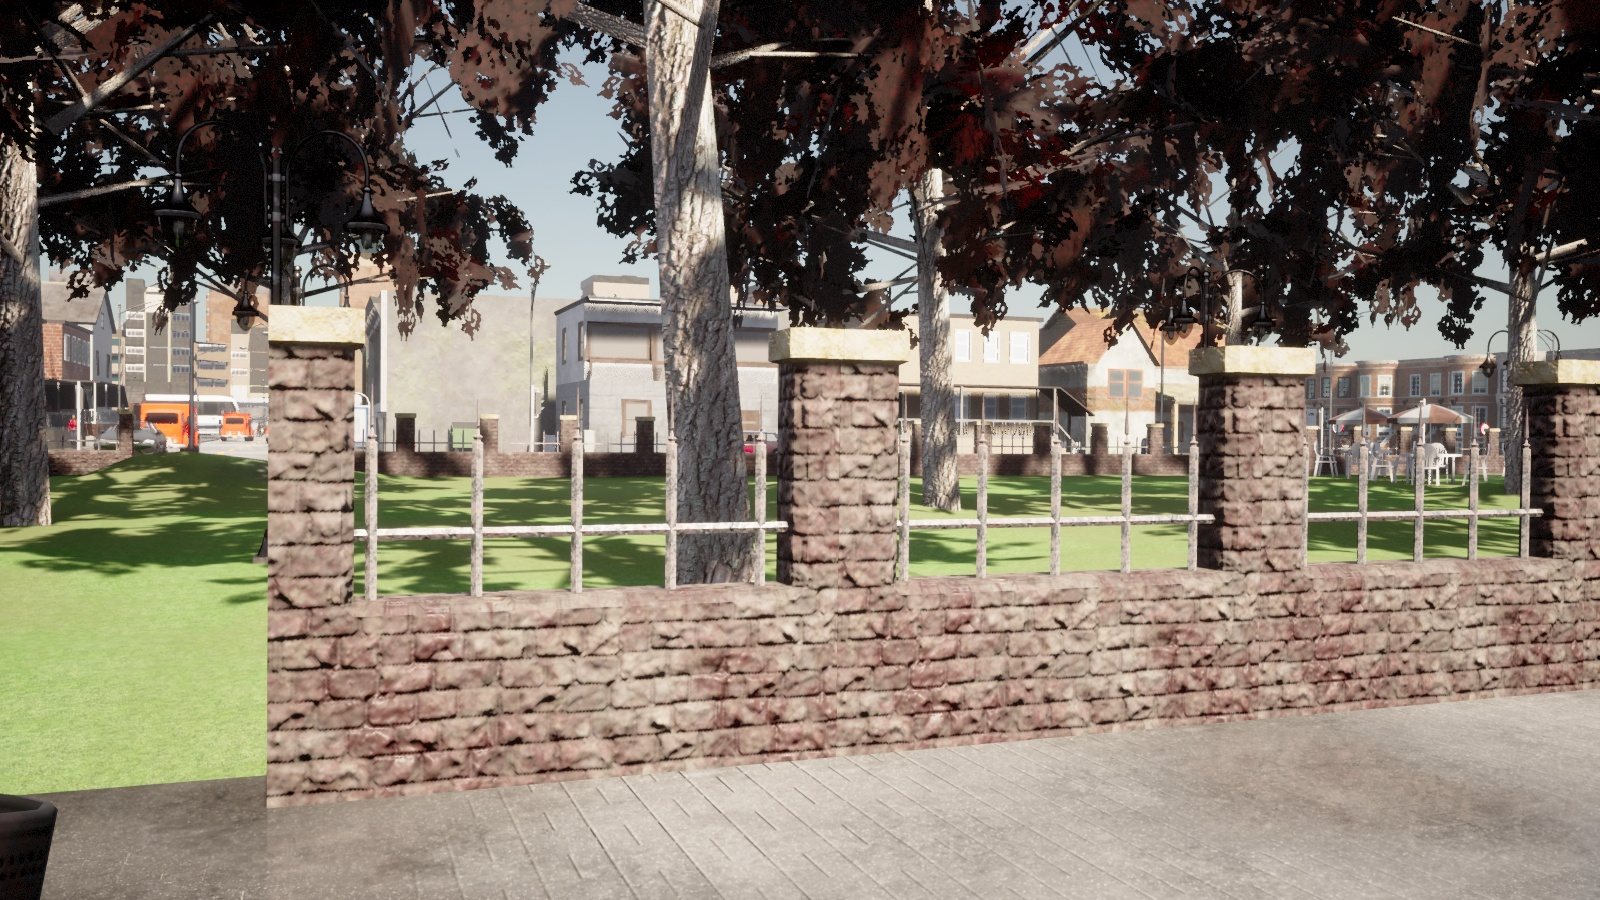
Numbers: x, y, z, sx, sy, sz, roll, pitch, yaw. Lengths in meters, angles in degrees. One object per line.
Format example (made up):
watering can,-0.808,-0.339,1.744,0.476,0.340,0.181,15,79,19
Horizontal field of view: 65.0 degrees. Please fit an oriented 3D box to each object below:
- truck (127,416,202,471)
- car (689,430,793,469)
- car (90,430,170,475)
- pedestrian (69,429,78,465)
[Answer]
truck,-30.296,-0.339,60.080,2.627,2.467,5.204,-1,1,-21
car,-2.411,-0.045,51.313,3.806,1.475,1.970,-1,1,-21
car,-26.050,0.061,48.980,2.152,1.651,5.027,-1,1,-21
pedestrian,-38.330,-0.156,66.244,0.331,1.846,0.636,-1,1,-23
